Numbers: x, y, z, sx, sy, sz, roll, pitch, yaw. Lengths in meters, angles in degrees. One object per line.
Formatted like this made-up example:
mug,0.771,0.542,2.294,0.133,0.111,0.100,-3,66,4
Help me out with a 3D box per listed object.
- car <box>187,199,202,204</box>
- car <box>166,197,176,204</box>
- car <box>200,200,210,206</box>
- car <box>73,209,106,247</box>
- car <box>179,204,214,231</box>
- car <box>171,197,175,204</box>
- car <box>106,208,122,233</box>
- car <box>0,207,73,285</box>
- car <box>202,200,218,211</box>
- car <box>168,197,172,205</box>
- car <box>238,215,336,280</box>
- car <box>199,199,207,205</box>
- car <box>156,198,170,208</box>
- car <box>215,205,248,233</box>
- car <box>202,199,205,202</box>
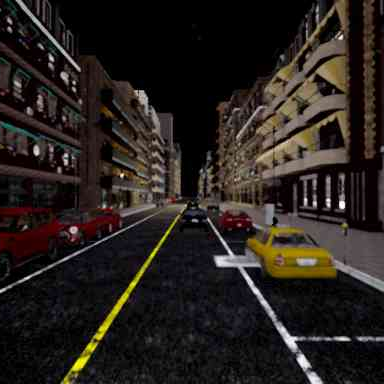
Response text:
car,0.157,1.965,57.076,2.097,1.767,4.553,0,0,0
car,-5.599,2.259,88.879,2.192,1.841,5.009,0,-1,0
car,2.763,2.332,71.956,1.947,1.339,4.313,0,-1,0
car,-5.674,1.608,15.610,1.967,1.590,4.097,0,-1,0
car,0.122,1.789,22.418,2.033,1.411,5.357,0,-1,0
car,-5.612,2.370,77.605,1.887,1.381,4.507,0,-1,0
car,-5.668,1.773,21.246,1.887,1.381,4.507,0,-1,0
car,-5.678,1.423,9.976,2.192,1.841,5.009,0,-1,0
car,2.735,2.020,43.776,2.008,1.369,4.403,0,-1,0
car,-5.623,2.257,66.333,2.008,1.369,4.403,0,-1,0
car,2.701,1.636,10.132,1.752,1.417,4.829,0,-1,0
car,2.774,2.467,83.228,1.802,1.307,4.206,0,-1,0
car,-5.629,2.198,60.696,2.008,1.369,4.403,0,-1,0
car,2.712,1.774,21.233,1.887,1.381,4.507,0,-1,0
car,2.759,2.234,66.490,1.752,1.417,4.829,0,-1,0
